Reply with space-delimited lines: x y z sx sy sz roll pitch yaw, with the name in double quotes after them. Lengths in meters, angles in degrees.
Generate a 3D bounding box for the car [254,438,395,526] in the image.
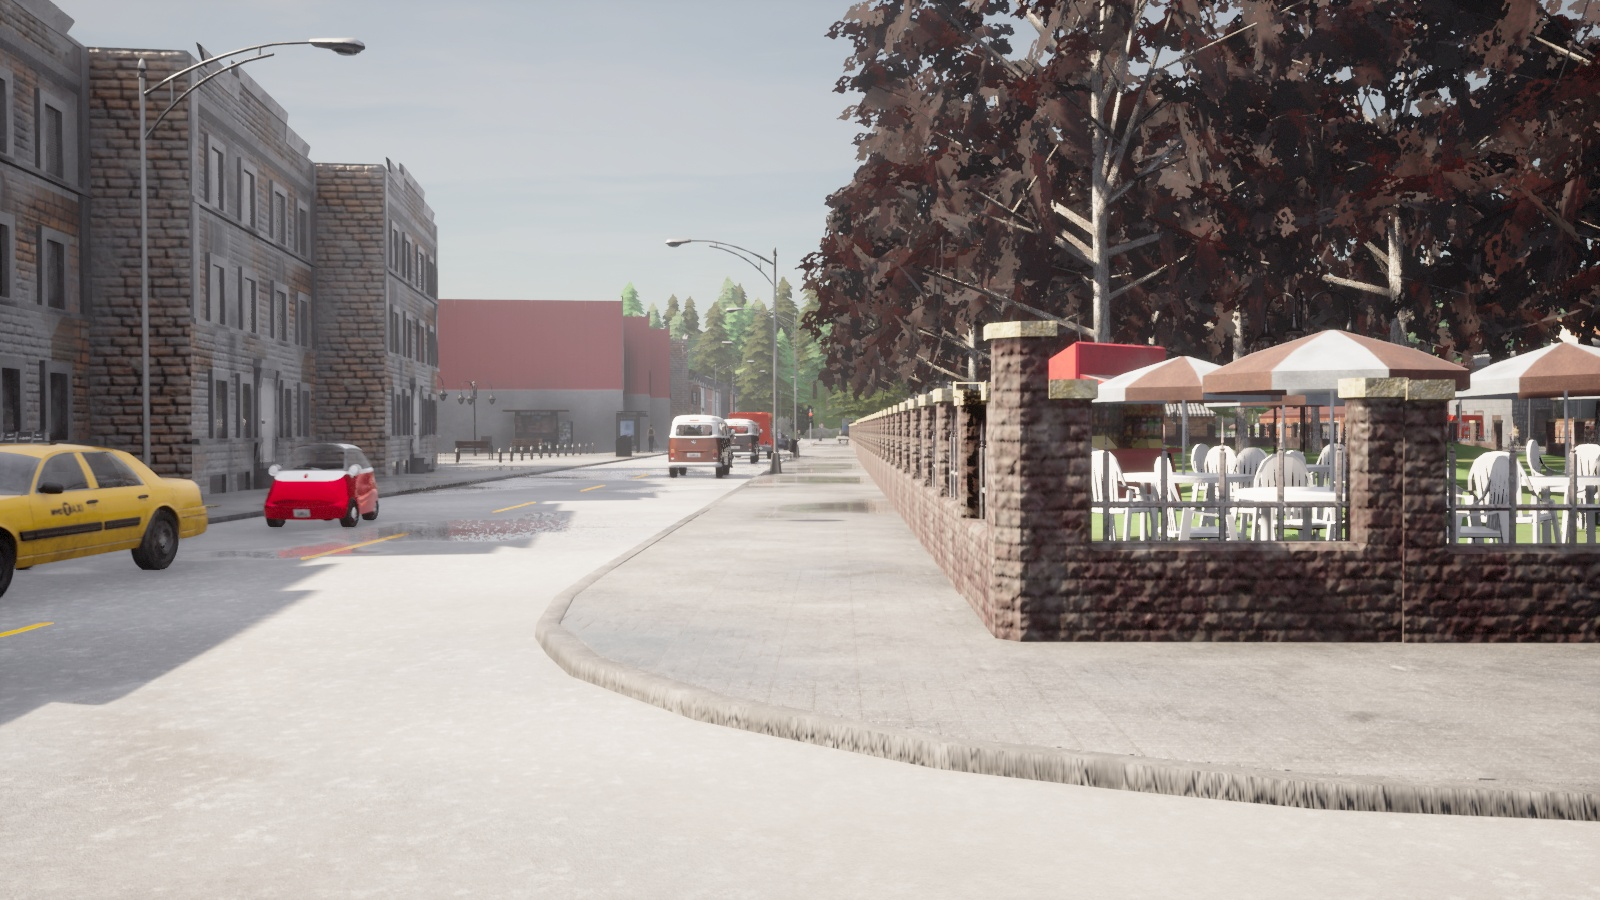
-7.904 0.501 21.048 1.481 1.376 2.207 0 1 2 "car"

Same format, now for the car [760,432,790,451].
-1.833 -0.678 93.784 1.994 1.385 4.181 0 1 2 "car"

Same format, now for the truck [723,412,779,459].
-2.576 -0.800 67.840 2.627 2.467 5.204 0 1 2 "truck"

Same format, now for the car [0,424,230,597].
-8.126 0.515 13.087 1.801 1.575 5.366 0 1 2 "car"

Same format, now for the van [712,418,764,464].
-2.849 -0.436 58.503 2.069 2.038 4.480 0 1 2 "van"

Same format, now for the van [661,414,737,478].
-3.314 -0.163 42.013 2.069 2.038 4.480 0 1 2 "van"
